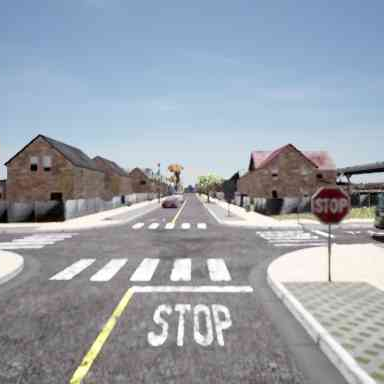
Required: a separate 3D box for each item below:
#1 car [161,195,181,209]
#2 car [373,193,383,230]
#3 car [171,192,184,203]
[{"bbox_3d":[-2.824,1.428,42.885,1.994,1.385,4.181,0,0,0],"label":"car"},{"bbox_3d":[10.702,0.988,14.009,5.566,2.045,2.150,-1,0,1],"label":"car"},{"bbox_3d":[-2.733,1.014,63.678,2.150,2.045,5.566,0,0,0],"label":"car"}]
